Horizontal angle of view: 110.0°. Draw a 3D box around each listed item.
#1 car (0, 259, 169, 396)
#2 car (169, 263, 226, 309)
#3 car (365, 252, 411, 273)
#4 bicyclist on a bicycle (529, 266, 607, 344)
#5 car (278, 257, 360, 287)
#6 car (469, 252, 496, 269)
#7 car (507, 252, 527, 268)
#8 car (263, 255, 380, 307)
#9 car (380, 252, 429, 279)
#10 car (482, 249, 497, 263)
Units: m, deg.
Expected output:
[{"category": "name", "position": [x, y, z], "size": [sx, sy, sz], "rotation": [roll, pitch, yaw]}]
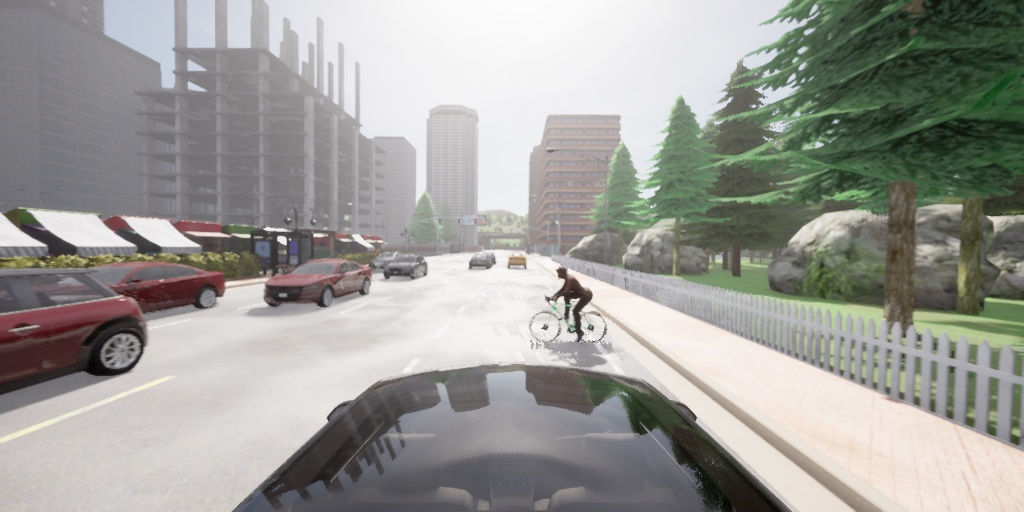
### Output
[{"category": "car", "position": [-7.078, 0.973, 3.942], "size": [2.097, 1.767, 4.553], "rotation": [1, 1, 1]}, {"category": "car", "position": [-10.504, 0.919, 9.847], "size": [1.882, 1.535, 5.008], "rotation": [1, 1, 1]}, {"category": "car", "position": [-10.203, 0.444, 29.977], "size": [2.128, 1.511, 4.902], "rotation": [1, 1, 1]}, {"category": "bicyclist on a bicycle", "position": [1.195, 1.049, 7.575], "size": [1.656, 1.620, 0.582], "rotation": [1, 1, 1]}, {"category": "car", "position": [-10.371, 0.801, 19.757], "size": [1.895, 1.301, 4.718], "rotation": [1, 1, 1]}, {"category": "car", "position": [-2.987, 0.480, 34.555], "size": [1.994, 1.385, 4.181], "rotation": [1, 1, 1]}, {"category": "car", "position": [0.528, 0.383, 36.511], "size": [1.882, 1.535, 5.008], "rotation": [1, 1, 1]}, {"category": "car", "position": [-6.953, 0.868, 13.427], "size": [1.882, 1.535, 5.008], "rotation": [1, 1, 1]}, {"category": "car", "position": [-6.811, 0.650, 23.521], "size": [1.837, 1.490, 4.892], "rotation": [1, 1, 1]}, {"category": "car", "position": [-2.869, 0.230, 43.256], "size": [1.812, 1.442, 4.674], "rotation": [1, 1, 2]}]
